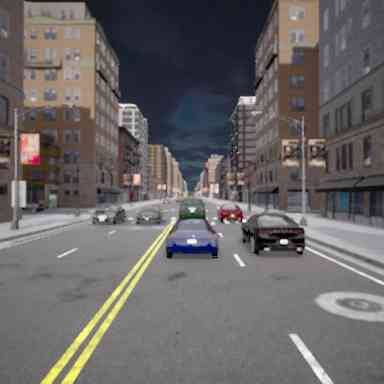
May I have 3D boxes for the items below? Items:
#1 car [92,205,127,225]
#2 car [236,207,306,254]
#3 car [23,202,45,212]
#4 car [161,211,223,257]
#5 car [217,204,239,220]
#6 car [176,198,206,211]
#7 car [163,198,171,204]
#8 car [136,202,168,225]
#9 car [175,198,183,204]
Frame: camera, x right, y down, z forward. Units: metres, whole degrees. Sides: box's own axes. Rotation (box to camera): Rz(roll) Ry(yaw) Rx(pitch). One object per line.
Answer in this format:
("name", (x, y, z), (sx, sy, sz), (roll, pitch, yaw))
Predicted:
("car", (-6.504, 1.765, 26.559), (2.128, 1.511, 4.902), (0, -1, 1))
("car", (3.286, 1.625, 14.255), (1.882, 1.535, 5.008), (0, 0, 1))
("car", (-22.097, 2.035, 44.662), (4.313, 1.339, 1.947), (0, -1, 0))
("car", (0.025, 1.705, 13.563), (1.994, 1.385, 4.181), (0, 0, 1))
("car", (3.291, 1.776, 29.139), (1.882, 1.535, 5.008), (0, 0, 1))
("car", (-0.017, 1.507, 27.586), (2.150, 2.045, 5.566), (0, 0, -1))
("car", (-6.447, 2.361, 85.246), (2.128, 1.511, 4.902), (0, -1, 0))
("car", (-3.253, 1.780, 26.559), (1.837, 1.490, 4.892), (0, -1, 0))
("car", (-3.197, 2.336, 85.245), (1.837, 1.490, 4.892), (0, -1, 0))
